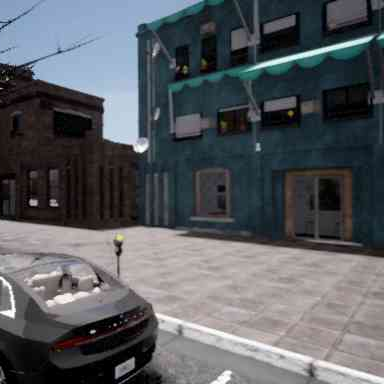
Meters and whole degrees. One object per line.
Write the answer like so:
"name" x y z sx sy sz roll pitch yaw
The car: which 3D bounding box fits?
"car" -2.452 1.529 4.635 4.403 1.369 2.008 0 -1 35
